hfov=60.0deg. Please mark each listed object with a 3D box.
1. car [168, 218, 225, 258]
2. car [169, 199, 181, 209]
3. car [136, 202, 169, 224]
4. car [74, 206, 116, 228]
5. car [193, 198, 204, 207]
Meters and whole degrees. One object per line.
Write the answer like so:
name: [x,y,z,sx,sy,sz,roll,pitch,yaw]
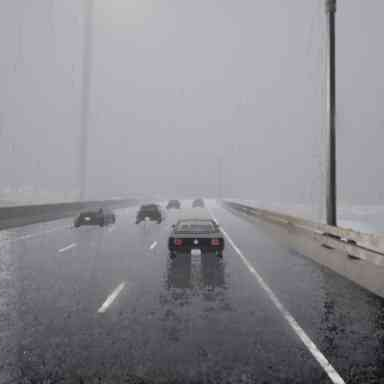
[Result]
car: [0.156,1.675,13.059,1.895,1.301,4.718,0,0,0]
car: [-2.634,1.830,50.237,1.837,1.490,4.892,0,0,2]
car: [-3.178,1.658,26.250,1.837,1.490,4.892,0,0,1]
car: [-6.719,1.697,23.482,1.994,1.385,4.181,0,0,1]
car: [1.109,1.862,57.846,1.882,1.535,5.008,0,0,2]
